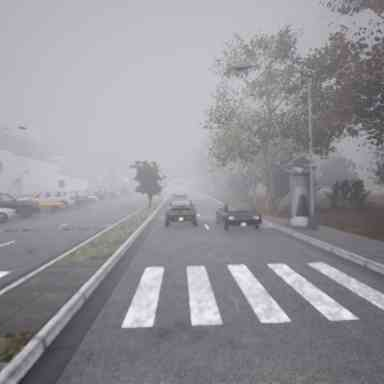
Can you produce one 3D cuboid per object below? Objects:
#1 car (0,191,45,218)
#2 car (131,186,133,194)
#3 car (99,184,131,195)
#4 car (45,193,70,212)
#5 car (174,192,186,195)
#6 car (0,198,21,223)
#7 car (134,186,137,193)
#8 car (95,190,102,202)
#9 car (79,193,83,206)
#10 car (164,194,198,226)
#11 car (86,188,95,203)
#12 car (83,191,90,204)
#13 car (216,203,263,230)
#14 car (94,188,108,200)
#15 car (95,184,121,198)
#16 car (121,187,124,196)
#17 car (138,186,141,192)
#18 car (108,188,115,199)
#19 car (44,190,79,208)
[{"bbox_3d":[-14.808,1.088,25.932,5.566,2.045,2.435,-2,1,-22],"label":"car"},{"bbox_3d":[-16.853,-0.196,76.894,4.553,1.767,2.185,-3,2,-22],"label":"car"},{"bbox_3d":[-16.670,-0.160,70.869,5.566,2.045,2.435,-3,2,-22],"label":"car"},{"bbox_3d":[-14.897,1.201,31.990,5.366,1.575,1.946,-2,1,-22],"label":"car"},{"bbox_3d":[-1.428,0.777,38.973,2.128,1.511,4.902,-1,2,-2],"label":"car"},{"bbox_3d":[-14.708,1.433,22.920,4.674,1.452,2.002,-2,1,-22],"label":"car"},{"bbox_3d":[-17.129,-0.217,82.885,4.892,1.521,2.231,-2,1,-22],"label":"car"},{"bbox_3d":[-15.672,0.851,46.919,4.674,1.452,2.002,-3,2,-22],"label":"car"},{"bbox_3d":[-15.332,1.095,37.904,4.792,1.488,2.163,-2,2,-22],"label":"car"},{"bbox_3d":[-0.697,1.180,20.809,1.837,1.490,4.892,-1,2,-2],"label":"car"},{"bbox_3d":[-15.584,0.775,43.906,4.553,1.767,2.185,-3,2,-22],"label":"car"},{"bbox_3d":[-15.431,1.028,40.926,4.674,1.452,2.002,-2,1,-22],"label":"car"},{"bbox_3d":[2.428,1.255,18.441,1.895,1.301,4.718,-1,1,-2],"label":"car"},{"bbox_3d":[-15.785,0.719,49.914,5.008,1.535,2.097,-3,2,-22],"label":"car"},{"bbox_3d":[-16.139,0.186,58.916,5.566,2.045,2.435,-3,2,-22],"label":"car"},{"bbox_3d":[-16.105,0.336,61.977,5.366,1.575,1.946,-3,2,-22],"label":"car"},{"bbox_3d":[-17.395,-0.611,88.860,5.566,2.045,2.435,-2,2,-22],"label":"car"},{"bbox_3d":[-16.008,0.558,55.925,4.792,1.488,2.163,-3,2,-22],"label":"car"},{"bbox_3d":[-15.220,0.891,34.901,5.566,2.045,2.435,-2,2,-22],"label":"car"}]
